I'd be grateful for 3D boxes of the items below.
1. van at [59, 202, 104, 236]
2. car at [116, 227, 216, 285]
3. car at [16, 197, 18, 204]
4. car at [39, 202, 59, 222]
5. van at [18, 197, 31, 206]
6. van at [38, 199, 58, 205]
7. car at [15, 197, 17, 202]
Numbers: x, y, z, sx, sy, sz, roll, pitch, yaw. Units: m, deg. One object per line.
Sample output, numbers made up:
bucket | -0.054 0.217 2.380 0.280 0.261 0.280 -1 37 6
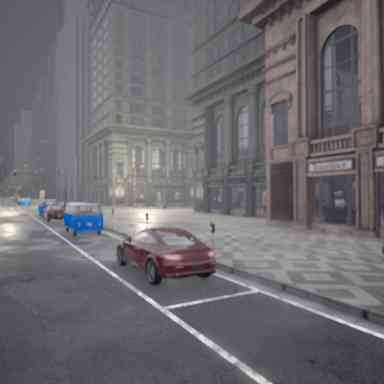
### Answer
van | -6.354 1.507 19.264 1.690 1.788 3.998 0 -1 -30
car | -0.892 1.663 9.656 1.802 1.307 4.206 0 -1 -30
car | -36.017 2.224 71.382 1.947 1.339 4.313 0 -1 -30
car | -11.816 1.796 28.866 1.887 1.381 4.507 0 -1 -30
van | -33.340 1.952 66.679 1.690 1.788 3.998 0 -1 -30
van | -14.547 1.636 33.671 1.690 1.788 3.998 0 -1 -30
car | -38.693 2.250 76.087 1.887 1.381 4.507 0 -1 -30
